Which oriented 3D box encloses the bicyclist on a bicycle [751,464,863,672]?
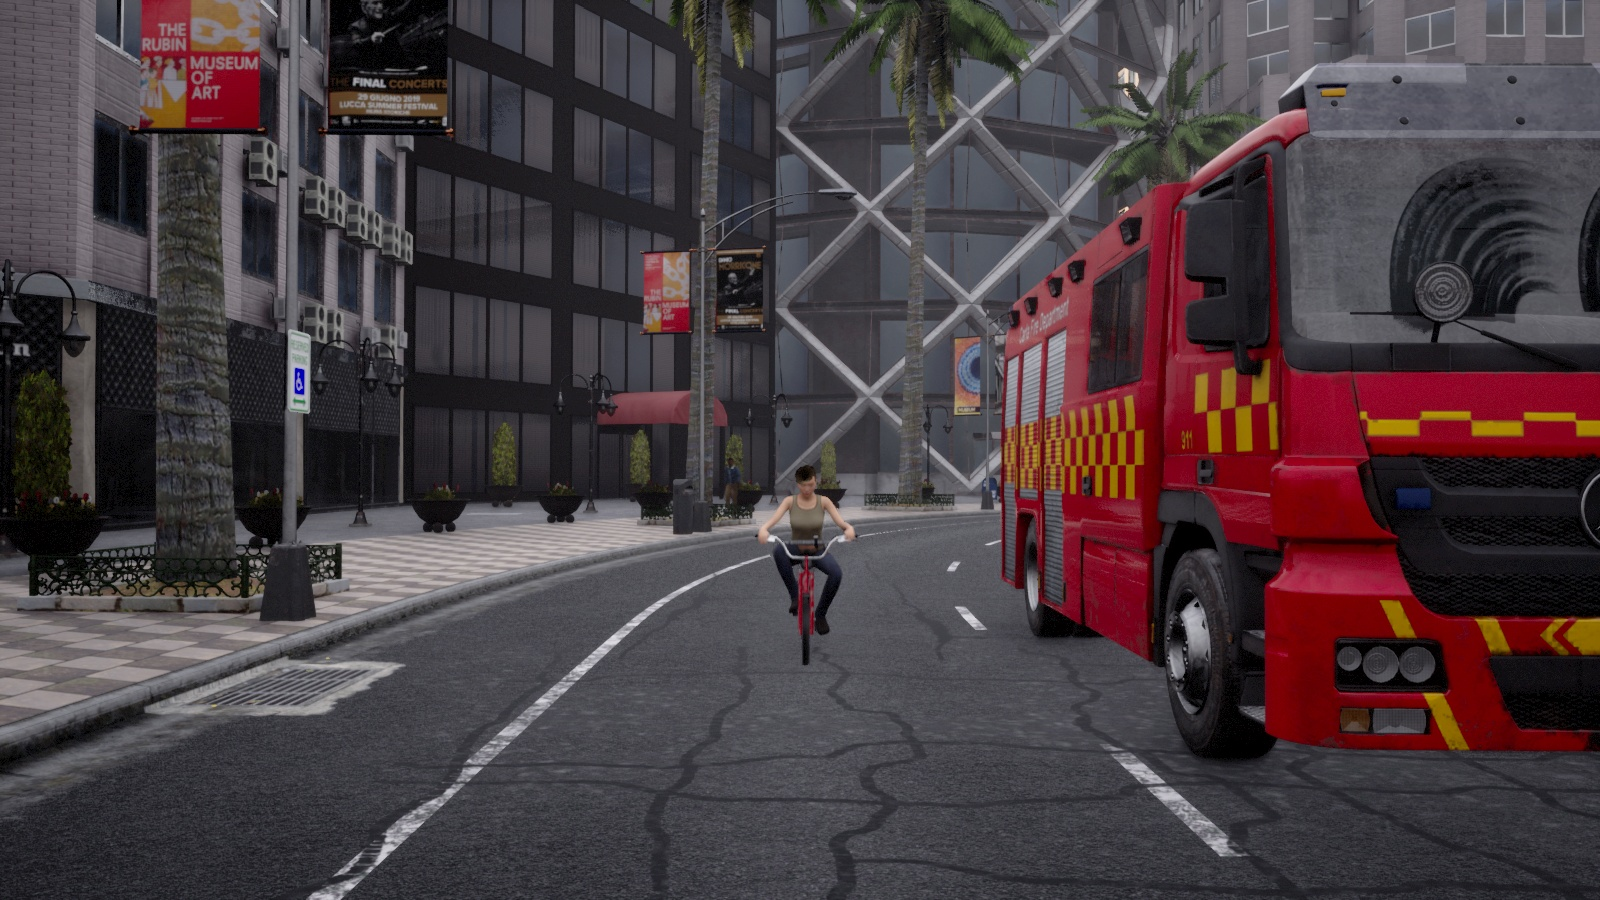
[{"bbox_3d":[0.063,0.927,10.525,0.866,1.612,1.509,0,-1,1],"label":"bicyclist on a bicycle"}]

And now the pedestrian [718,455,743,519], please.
[{"bbox_3d":[-2.146,1.131,38.854,0.423,1.949,0.788,-1,-1,25],"label":"pedestrian"}]

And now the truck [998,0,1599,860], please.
[{"bbox_3d":[3.555,-0.209,9.273,2.891,3.827,8.468,0,-1,1],"label":"truck"}]
